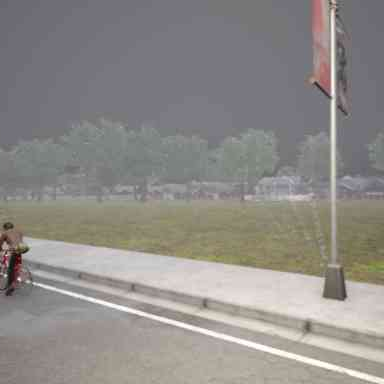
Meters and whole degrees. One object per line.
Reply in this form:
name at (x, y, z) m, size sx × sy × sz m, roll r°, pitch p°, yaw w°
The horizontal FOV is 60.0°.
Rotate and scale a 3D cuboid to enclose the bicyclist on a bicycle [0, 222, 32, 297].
bicyclist on a bicycle at (-4.085, 1.512, 7.579) m, size 1.656 × 1.620 × 0.582 m, roll -1°, pitch -1°, yaw 36°
